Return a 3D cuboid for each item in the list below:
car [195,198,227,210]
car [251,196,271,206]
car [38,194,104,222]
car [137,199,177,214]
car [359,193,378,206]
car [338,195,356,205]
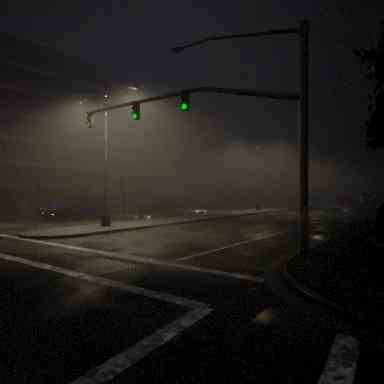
[{"bbox_3d":[2.632,1.547,43.910,2.033,1.411,5.357,0,0,36],"label":"car"},{"bbox_3d":[11.764,1.542,56.365,1.837,1.490,4.892,0,0,36],"label":"car"},{"bbox_3d":[-9.535,1.222,27.117,2.150,2.045,5.566,0,0,36],"label":"car"},{"bbox_3d":[-3.631,1.478,35.267,1.882,1.535,5.008,0,0,36],"label":"car"},{"bbox_3d":[28.722,1.221,54.039,2.150,2.045,5.566,0,0,36],"label":"car"},{"bbox_3d":[26.656,1.352,57.153,2.097,1.767,4.553,0,0,36],"label":"car"}]
